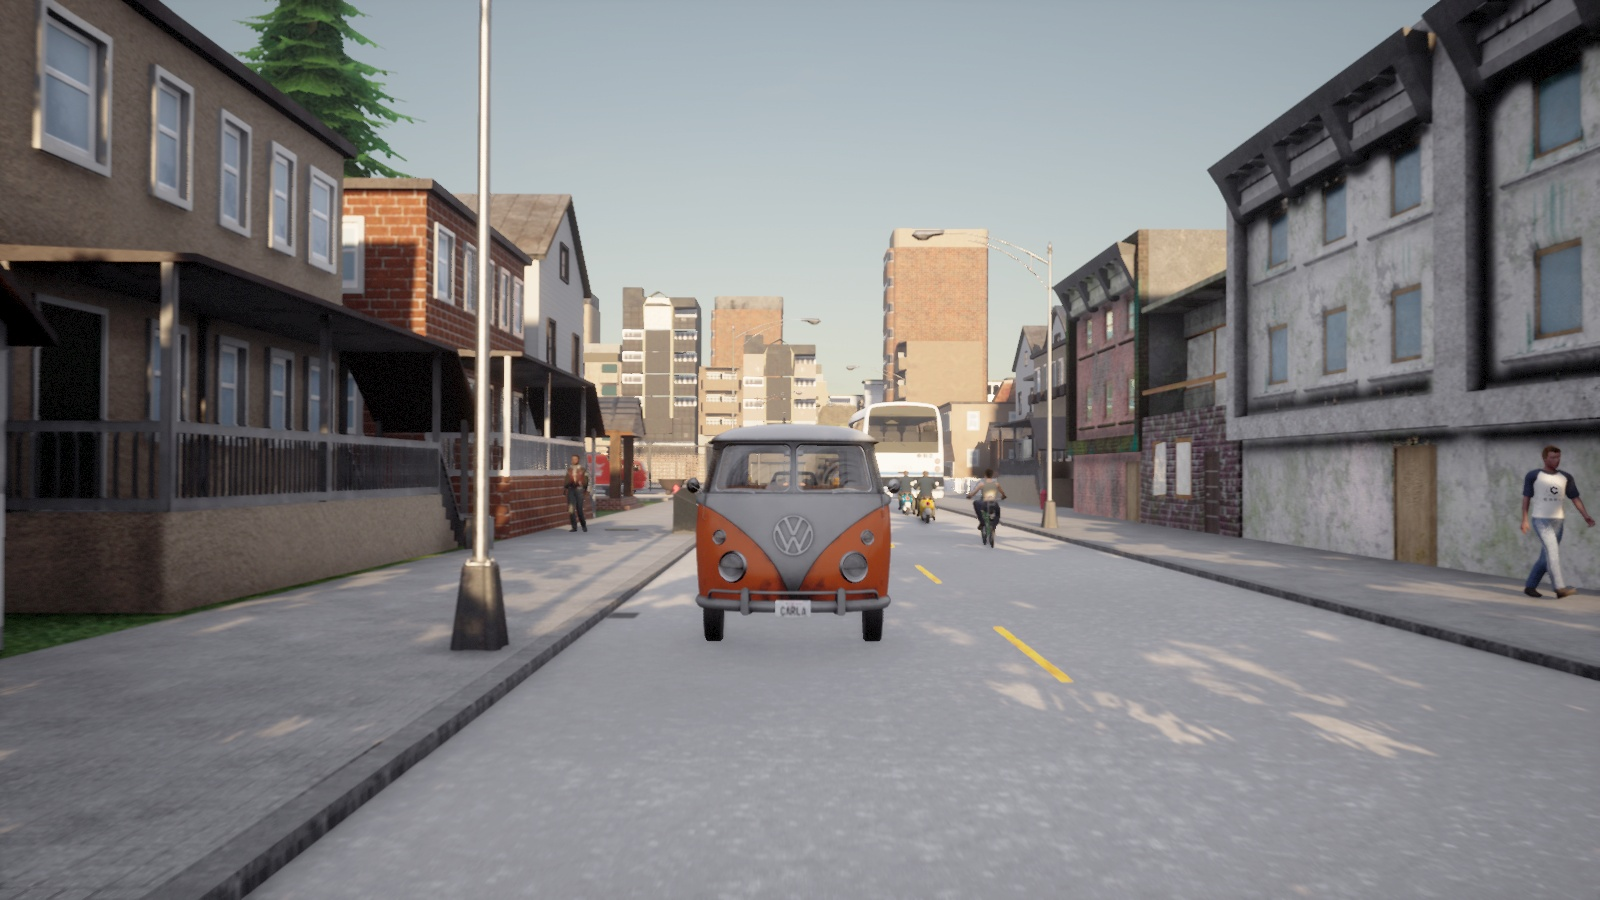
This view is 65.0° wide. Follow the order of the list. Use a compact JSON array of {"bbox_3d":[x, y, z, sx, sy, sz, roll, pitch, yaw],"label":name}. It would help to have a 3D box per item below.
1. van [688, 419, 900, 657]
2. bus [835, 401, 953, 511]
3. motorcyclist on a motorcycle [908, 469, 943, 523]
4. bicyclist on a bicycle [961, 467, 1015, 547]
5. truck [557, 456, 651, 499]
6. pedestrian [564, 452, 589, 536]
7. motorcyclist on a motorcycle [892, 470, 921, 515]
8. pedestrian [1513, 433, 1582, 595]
[{"bbox_3d":[-0.058,0.781,12.788,1.775,1.987,4.442,0,-1,0],"label":"van"},{"bbox_3d":[3.800,0.320,54.032,3.944,4.253,10.273,0,-1,-2],"label":"bus"},{"bbox_3d":[3.838,1.390,38.443,0.866,1.590,1.817,0,0,0],"label":"motorcyclist on a motorcycle"},{"bbox_3d":[3.889,1.169,26.099,0.866,1.612,1.509,0,-1,0],"label":"bicyclist on a bicycle"},{"bbox_3d":[-11.577,1.612,74.520,5.204,2.467,2.627,0,-1,0],"label":"truck"},{"bbox_3d":[-5.209,1.027,29.314,0.402,1.930,0.666,0,-1,7],"label":"pedestrian"},{"bbox_3d":[3.813,1.504,45.227,0.866,1.590,1.817,0,-1,0],"label":"motorcyclist on a motorcycle"},{"bbox_3d":[8.708,0.733,14.649,0.354,1.836,0.706,0,-1,0],"label":"pedestrian"}]
